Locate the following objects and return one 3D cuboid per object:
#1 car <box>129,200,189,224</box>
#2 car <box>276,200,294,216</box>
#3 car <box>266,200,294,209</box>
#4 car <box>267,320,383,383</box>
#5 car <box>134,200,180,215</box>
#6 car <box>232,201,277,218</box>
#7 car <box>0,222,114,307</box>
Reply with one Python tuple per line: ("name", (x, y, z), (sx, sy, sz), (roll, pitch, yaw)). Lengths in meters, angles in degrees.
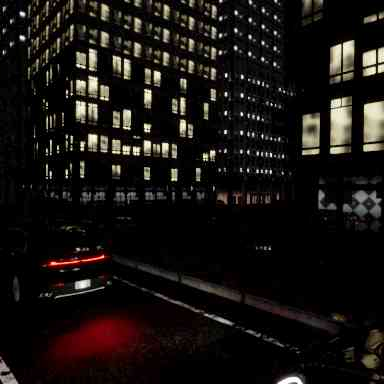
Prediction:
("car", (-2.559, 1.524, 26.520), (5.009, 1.841, 2.192), (1, 0, -40))
("car", (10.356, 1.936, 37.449), (4.206, 1.307, 1.802), (1, 0, -40))
("car", (13.547, 1.882, 51.124), (4.313, 1.339, 1.947), (1, 0, -40))
("car", (2.420, 1.352, 1.331), (2.097, 1.767, 4.553), (0, 0, -41))
("car", (-3.800, 1.648, 36.449), (4.829, 1.417, 1.752), (1, 0, -40))
("car", (6.180, 1.833, 33.915), (4.829, 1.417, 1.752), (1, 0, -40))
("car", (-3.662, 1.501, 8.124), (1.837, 1.490, 4.892), (0, 0, -41))
